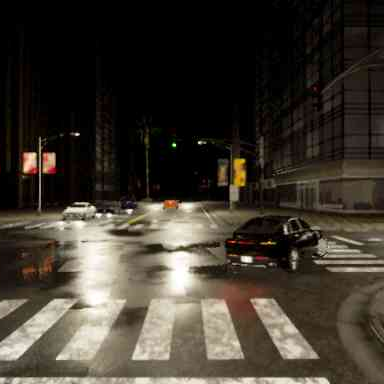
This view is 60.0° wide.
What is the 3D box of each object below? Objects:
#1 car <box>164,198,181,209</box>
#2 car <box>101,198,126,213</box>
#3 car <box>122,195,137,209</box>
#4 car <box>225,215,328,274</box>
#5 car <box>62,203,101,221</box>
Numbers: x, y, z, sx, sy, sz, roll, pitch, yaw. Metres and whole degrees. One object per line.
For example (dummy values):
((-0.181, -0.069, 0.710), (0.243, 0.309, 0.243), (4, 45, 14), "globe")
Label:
((-3.144, 1.646, 51.257), (2.097, 1.767, 4.553), (0, 0, 0), "car")
((-9.810, 1.763, 40.092), (2.033, 1.411, 5.357), (0, 0, 0), "car")
((-9.745, 1.511, 50.800), (2.150, 2.045, 5.566), (0, 0, 0), "car")
((2.837, 1.502, 10.685), (1.837, 1.490, 4.892), (-3, -2, 36), "car")
((-9.840, 1.676, 29.438), (1.812, 1.442, 4.674), (0, 0, 0), "car")
